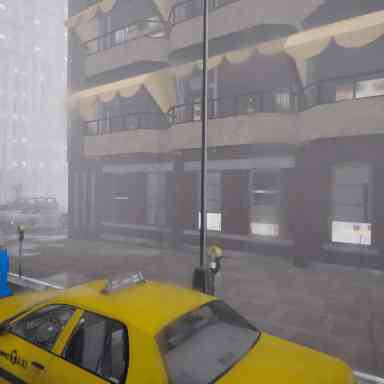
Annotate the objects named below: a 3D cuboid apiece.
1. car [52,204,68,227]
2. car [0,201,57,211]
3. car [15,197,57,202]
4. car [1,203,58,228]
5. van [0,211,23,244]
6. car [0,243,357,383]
[{"bbox_3d":[-6.951,1.686,23.209,1.887,1.381,4.507,1,0,36],"label":"car"},{"bbox_3d":[-12.528,1.653,25.371,1.895,1.301,4.718,1,0,36],"label":"car"},{"bbox_3d":[-13.735,1.339,28.124,2.192,1.841,5.009,1,0,36],"label":"car"},{"bbox_3d":[-10.192,1.695,23.142,1.895,1.301,4.718,1,0,36],"label":"car"},{"bbox_3d":[-5.317,1.339,6.663,3.998,1.788,1.690,0,1,36],"label":"van"},{"bbox_3d":[-0.897,1.525,3.506,4.829,1.417,1.752,0,1,36],"label":"car"}]
